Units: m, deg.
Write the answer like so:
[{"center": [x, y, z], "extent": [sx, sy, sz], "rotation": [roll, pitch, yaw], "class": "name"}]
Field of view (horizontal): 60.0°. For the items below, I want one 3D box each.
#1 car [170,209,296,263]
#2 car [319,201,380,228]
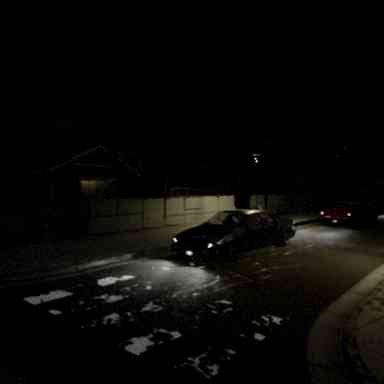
[{"center": [1.703, 1.334, 11.544], "extent": [2.033, 1.411, 5.357], "rotation": [1, 2, 43], "class": "car"}, {"center": [9.270, 1.228, 19.473], "extent": [4.718, 1.301, 1.895], "rotation": [-1, 1, -44], "class": "car"}]
